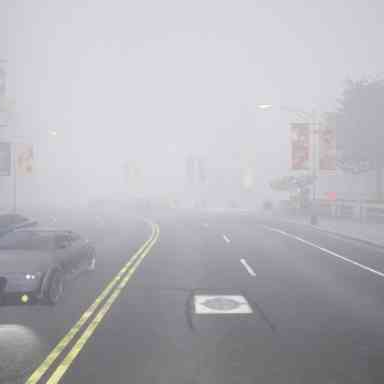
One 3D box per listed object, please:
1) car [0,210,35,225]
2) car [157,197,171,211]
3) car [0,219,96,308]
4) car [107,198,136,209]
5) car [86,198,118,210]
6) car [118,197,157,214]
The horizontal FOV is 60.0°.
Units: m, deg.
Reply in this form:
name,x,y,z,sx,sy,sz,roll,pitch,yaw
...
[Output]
name,x,y,z,sx,sy,sz,roll,pitch,yaw
car,-7.244,1.478,11.795,1.882,1.535,5.008,0,1,-1
car,-4.339,1.352,39.662,2.097,1.767,4.553,0,0,-32
car,-3.698,1.564,7.851,1.994,1.385,4.181,0,0,-1
car,-9.977,1.564,46.630,4.181,1.385,1.994,0,0,45
car,-12.241,1.505,44.094,4.892,1.490,1.837,0,0,44
car,-6.016,1.352,36.064,2.097,1.767,4.553,0,0,-31
